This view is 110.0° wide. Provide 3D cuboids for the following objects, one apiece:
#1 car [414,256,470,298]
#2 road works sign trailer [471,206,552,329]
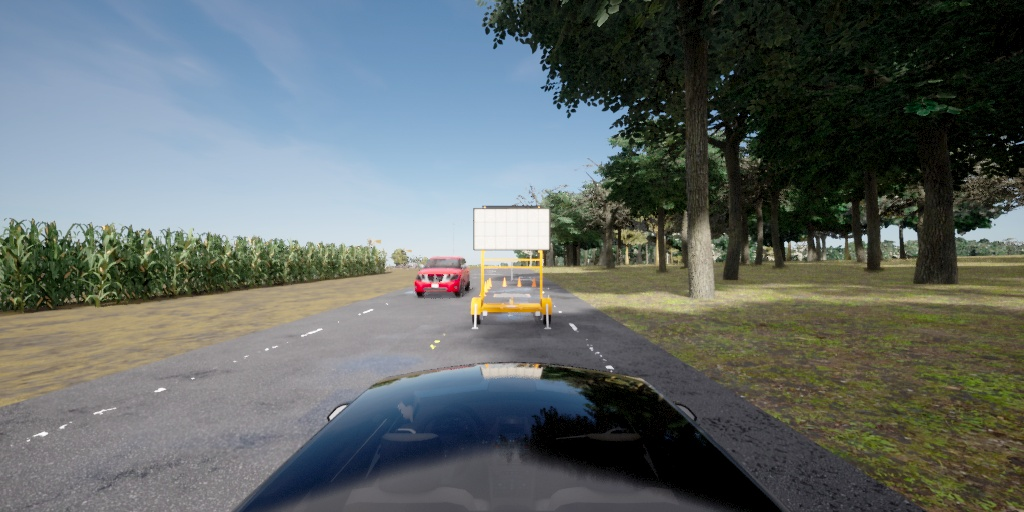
[{"bbox_3d":[-3.513,1.010,19.109,2.150,2.045,5.566,0,0,0],"label":"car"},{"bbox_3d":[-0.004,0.230,11.284,2.380,3.560,2.880,0,0,1],"label":"road works sign trailer"}]
